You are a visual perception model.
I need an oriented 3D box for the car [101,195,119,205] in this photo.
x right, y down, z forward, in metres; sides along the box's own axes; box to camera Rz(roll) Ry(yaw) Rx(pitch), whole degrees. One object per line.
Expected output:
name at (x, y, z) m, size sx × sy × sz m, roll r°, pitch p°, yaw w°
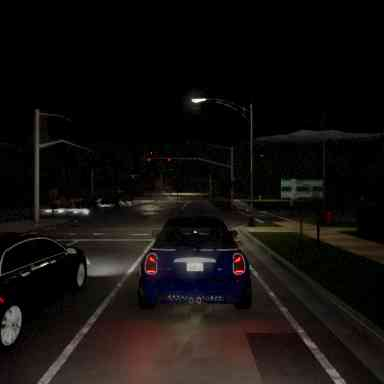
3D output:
car at (-14.463, 1.547, 58.289) m, size 2.033 × 1.411 × 5.357 m, roll 0°, pitch 0°, yaw 1°

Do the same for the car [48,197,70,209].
car at (-18.160, 1.478, 46.155) m, size 1.882 × 1.535 × 5.008 m, roll 0°, pitch 0°, yaw 1°

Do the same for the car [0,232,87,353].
car at (-3.443, 1.505, 6.120) m, size 1.837 × 1.490 × 4.892 m, roll 0°, pitch 0°, yaw 0°

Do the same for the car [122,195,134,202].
car at (-14.158, 1.500, 73.642) m, size 1.812 × 1.442 × 4.674 m, roll 0°, pitch 0°, yaw 1°

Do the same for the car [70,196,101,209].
car at (-14.661, 1.601, 46.045) m, size 1.895 × 1.301 × 4.718 m, roll 0°, pitch 0°, yaw 1°

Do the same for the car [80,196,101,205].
car at (-17.942, 1.490, 59.232) m, size 2.128 × 1.511 × 4.902 m, roll 0°, pitch 0°, yaw 1°

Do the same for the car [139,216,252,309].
car at (0.067, 1.352, 8.026) m, size 2.097 × 1.767 × 4.553 m, roll 0°, pitch 0°, yaw 0°

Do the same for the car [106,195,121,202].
car at (-17.642, 1.407, 74.756) m, size 2.128 × 1.511 × 4.902 m, roll 0°, pitch 0°, yaw 1°
